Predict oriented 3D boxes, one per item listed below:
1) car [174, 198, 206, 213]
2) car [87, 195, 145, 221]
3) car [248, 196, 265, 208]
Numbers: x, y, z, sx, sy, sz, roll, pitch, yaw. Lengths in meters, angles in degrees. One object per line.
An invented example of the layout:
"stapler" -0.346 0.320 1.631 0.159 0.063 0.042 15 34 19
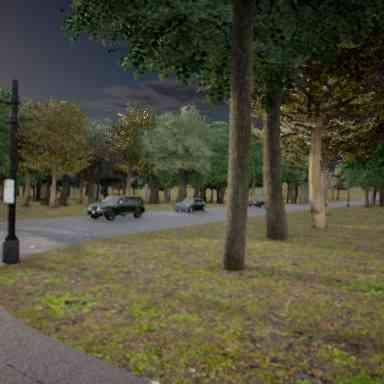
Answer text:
"car" -0.159 1.487 38.804 2.097 1.767 4.553 3 1 32
"car" -6.384 1.281 28.848 2.150 2.045 5.566 3 1 32
"car" 11.306 1.647 56.936 2.150 2.045 5.566 3 0 32
